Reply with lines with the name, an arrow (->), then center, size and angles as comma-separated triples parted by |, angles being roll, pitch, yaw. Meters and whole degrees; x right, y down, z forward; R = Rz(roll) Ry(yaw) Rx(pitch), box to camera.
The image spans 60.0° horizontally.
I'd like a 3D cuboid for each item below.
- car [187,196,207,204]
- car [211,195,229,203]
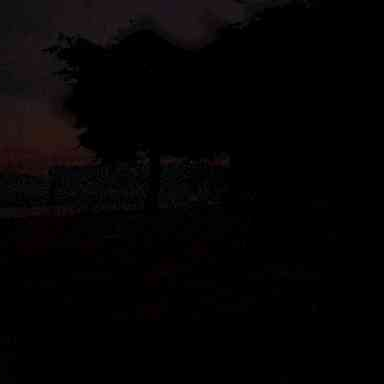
car -> 0.852, 1.363, 58.483 | 1.812, 1.442, 4.674 | 3, 2, 31
car -> 5.718, 1.396, 66.826 | 2.033, 1.411, 5.357 | 3, 1, 29
